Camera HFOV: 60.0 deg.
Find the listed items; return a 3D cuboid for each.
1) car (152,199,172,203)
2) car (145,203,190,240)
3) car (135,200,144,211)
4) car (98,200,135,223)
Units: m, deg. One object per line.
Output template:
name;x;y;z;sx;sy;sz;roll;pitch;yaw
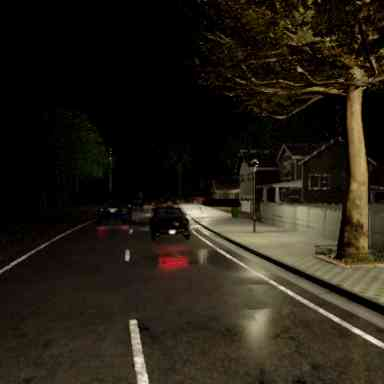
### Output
car;-3.184;1.500;35.223;2.097;1.767;4.553;0;-1;-5
car;-1.274;1.520;17.164;1.837;1.490;4.892;0;0;-9
car;-7.346;1.726;43.514;2.128;1.511;4.902;0;0;-4
car;-5.909;1.414;25.964;2.097;1.767;4.553;0;-1;-6
